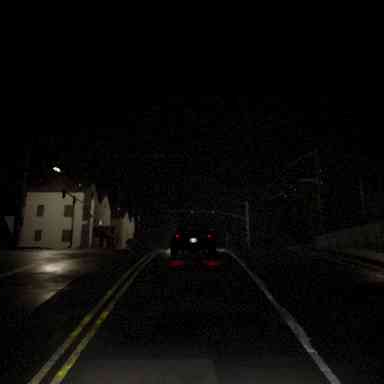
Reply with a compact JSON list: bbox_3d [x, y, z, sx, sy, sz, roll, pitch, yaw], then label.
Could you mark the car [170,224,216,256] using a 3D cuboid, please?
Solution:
[{"bbox_3d":[0.067,2.163,15.452,1.994,1.385,4.181,0,-7,0],"label":"car"}]
